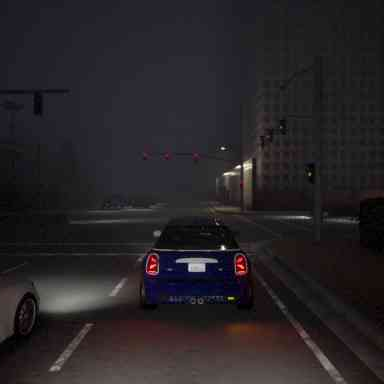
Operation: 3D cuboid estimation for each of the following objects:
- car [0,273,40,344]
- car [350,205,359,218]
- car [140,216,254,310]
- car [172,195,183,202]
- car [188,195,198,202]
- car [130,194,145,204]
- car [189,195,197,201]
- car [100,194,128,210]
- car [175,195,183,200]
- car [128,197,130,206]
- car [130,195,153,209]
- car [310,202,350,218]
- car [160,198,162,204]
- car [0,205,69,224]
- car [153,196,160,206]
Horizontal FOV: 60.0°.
[{"bbox_3d":[-3.431,1.526,3.560,1.812,1.442,4.674,0,0,1],"label":"car"},{"bbox_3d":[15.861,1.560,26.864,4.892,1.490,1.837,0,0,0],"label":"car"},{"bbox_3d":[0.101,1.352,7.990,2.097,1.767,4.553,0,0,0],"label":"car"},{"bbox_3d":[-3.337,1.469,73.462,1.882,1.535,5.008,0,0,0],"label":"car"},{"bbox_3d":[0.170,1.355,73.790,2.097,1.767,4.553,0,0,0],"label":"car"},{"bbox_3d":[-10.409,1.352,63.584,2.097,1.767,4.553,0,0,1],"label":"car"},{"bbox_3d":[0.185,1.540,83.772,2.033,1.411,5.357,0,0,0],"label":"car"},{"bbox_3d":[-10.493,1.221,44.032,2.150,2.045,5.566,0,0,0],"label":"car"},{"bbox_3d":[-3.315,1.423,83.714,1.895,1.301,4.718,0,0,0],"label":"car"},{"bbox_3d":[-10.466,1.477,53.804,1.882,1.535,5.008,0,0,0],"label":"car"},{"bbox_3d":[-6.983,1.526,46.264,1.812,1.442,4.674,0,0,0],"label":"car"},{"bbox_3d":[13.018,1.619,30.365,4.181,1.385,1.994,0,0,0],"label":"car"},{"bbox_3d":[-6.898,1.564,65.204,1.994,1.385,4.181,0,0,0],"label":"car"},{"bbox_3d":[-11.576,1.623,24.562,4.718,1.301,1.895,0,0,-20],"label":"car"},{"bbox_3d":[-6.958,1.505,55.158,1.837,1.490,4.892,0,0,0],"label":"car"}]
